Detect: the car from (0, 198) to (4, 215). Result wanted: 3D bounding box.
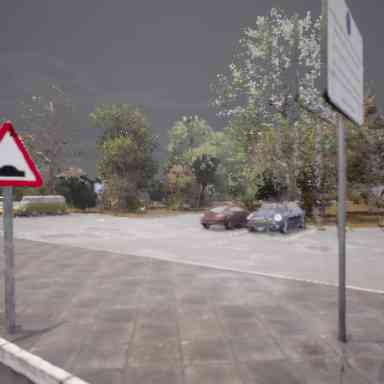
[{"bbox_3d":[-16.937,1.662,34.634,1.946,1.575,5.366,-1,-1,35],"label":"car"}]

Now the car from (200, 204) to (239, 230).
[{"bbox_3d":[2.252,1.496,20.915,2.002,1.452,4.674,0,0,35],"label":"car"}]

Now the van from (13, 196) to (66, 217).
[{"bbox_3d":[-14.826,1.389,32.785,1.878,1.987,4.442,-1,-1,35],"label":"van"}]

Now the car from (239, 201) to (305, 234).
[{"bbox_3d":[4.874,1.327,19.132,2.185,1.767,4.553,0,0,35],"label":"car"}]
